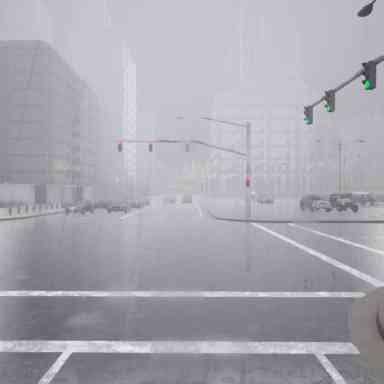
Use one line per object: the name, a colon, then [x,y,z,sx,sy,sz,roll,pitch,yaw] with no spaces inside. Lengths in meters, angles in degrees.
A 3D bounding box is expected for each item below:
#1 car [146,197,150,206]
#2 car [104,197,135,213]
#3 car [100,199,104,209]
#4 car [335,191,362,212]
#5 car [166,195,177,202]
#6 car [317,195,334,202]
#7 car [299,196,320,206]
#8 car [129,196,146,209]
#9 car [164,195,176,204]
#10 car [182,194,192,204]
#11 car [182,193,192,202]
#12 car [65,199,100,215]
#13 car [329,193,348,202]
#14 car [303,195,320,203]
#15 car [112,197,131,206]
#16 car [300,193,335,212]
car: [-8.046,1.491,55.360,2.128,1.511,4.902,0,0,0]
car: [-7.963,1.564,36.774,1.994,1.385,4.181,0,0,0]
car: [-11.497,1.601,43.450,1.895,1.301,4.718,0,0,0]
car: [16.085,1.156,35.719,1.905,1.878,3.866,0,0,0]
car: [-4.556,1.351,74.443,2.128,1.511,4.902,0,0,0]
car: [27.403,1.364,68.305,1.784,1.438,3.905,0,0,0]
car: [18.763,1.395,53.190,1.970,1.475,3.806,0,0,0]
car: [-8.006,1.352,45.476,2.097,1.767,4.553,0,0,0]
car: [-4.511,1.564,65.605,1.994,1.385,4.181,0,0,0]
car: [-1.011,1.601,65.703,1.895,1.301,4.718,0,0,0]
car: [-1.056,1.181,74.431,2.097,1.767,4.553,0,0,0]
car: [-11.450,1.491,34.182,2.128,1.511,4.902,0,0,0]
car: [30.086,1.153,68.360,1.932,1.855,4.605,0,0,0]
car: [24.508,1.395,68.301,1.970,1.475,3.806,0,0,0]
car: [-11.546,1.547,54.680,2.033,1.411,5.357,0,0,0]
car: [13.191,1.153,35.769,1.932,1.855,4.605,0,0,0]
